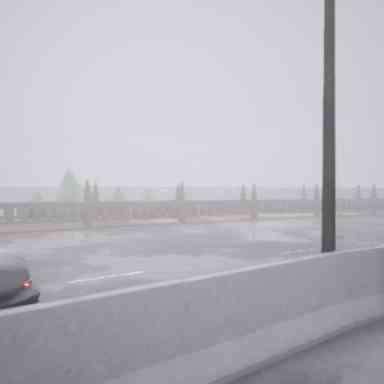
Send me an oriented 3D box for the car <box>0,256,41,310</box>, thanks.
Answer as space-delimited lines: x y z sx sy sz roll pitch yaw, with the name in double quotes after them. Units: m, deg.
-5.077 1.521 4.579 5.357 1.411 2.033 0 0 -36 "car"
